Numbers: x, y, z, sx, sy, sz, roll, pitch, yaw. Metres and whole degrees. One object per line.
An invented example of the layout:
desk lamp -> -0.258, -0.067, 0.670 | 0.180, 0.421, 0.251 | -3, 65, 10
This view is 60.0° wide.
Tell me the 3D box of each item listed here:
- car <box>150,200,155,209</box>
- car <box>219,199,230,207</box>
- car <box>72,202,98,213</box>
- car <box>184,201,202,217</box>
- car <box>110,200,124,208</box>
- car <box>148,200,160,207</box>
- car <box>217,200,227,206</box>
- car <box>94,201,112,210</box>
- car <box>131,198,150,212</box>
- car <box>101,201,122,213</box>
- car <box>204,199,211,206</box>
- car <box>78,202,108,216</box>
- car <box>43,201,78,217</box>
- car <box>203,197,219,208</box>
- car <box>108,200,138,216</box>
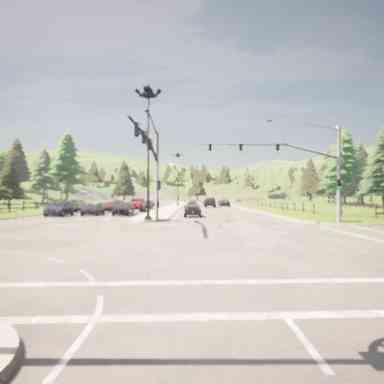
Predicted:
car -> -8.041, 2.338, 59.455 | 2.033, 1.411, 5.357 | 0, -1, 0
car -> 7.069, 2.312, 71.863 | 2.097, 1.767, 4.553 | 0, -1, 1
car -> -15.082, 2.176, 47.265 | 2.033, 1.411, 5.357 | 0, -1, 0
car -> 0.107, 2.031, 37.936 | 1.812, 1.442, 4.674 | 0, -1, 0
car -> -14.975, 2.389, 66.613 | 1.837, 1.490, 4.892 | 0, -1, 0
car -> -7.950, 2.459, 70.123 | 2.033, 1.411, 5.357 | 0, -1, 0
car -> 7.284, 2.628, 81.777 | 2.033, 1.411, 5.357 | 0, -1, 2
car -> -15.060, 2.315, 56.502 | 1.994, 1.385, 4.181 | 0, -1, 0
car -> -8.080, 1.875, 49.121 | 2.150, 2.045, 5.566 | 0, -1, 0
car -> -11.579, 2.117, 48.041 | 1.882, 1.535, 5.008 | 0, -1, 0
car -> 3.777, 2.585, 81.567 | 1.837, 1.490, 4.892 | 0, -1, 2
car -> -11.587, 2.084, 39.063 | 1.994, 1.385, 4.181 | 0, -1, 0
car -> -15.088, 1.855, 37.810 | 2.097, 1.767, 4.553 | 0, -1, 0
car -> 3.639, 2.117, 67.261 | 2.150, 2.045, 5.566 | 0, -1, 0
car -> -8.083, 2.000, 39.184 | 1.882, 1.535, 5.008 | 0, -1, 0
